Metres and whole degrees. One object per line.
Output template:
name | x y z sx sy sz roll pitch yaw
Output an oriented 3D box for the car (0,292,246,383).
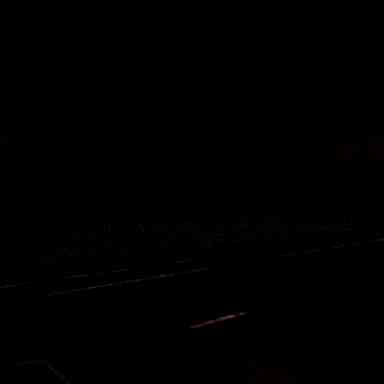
car | -1.942 1.600 2.274 4.718 1.301 1.895 0 0 -35
